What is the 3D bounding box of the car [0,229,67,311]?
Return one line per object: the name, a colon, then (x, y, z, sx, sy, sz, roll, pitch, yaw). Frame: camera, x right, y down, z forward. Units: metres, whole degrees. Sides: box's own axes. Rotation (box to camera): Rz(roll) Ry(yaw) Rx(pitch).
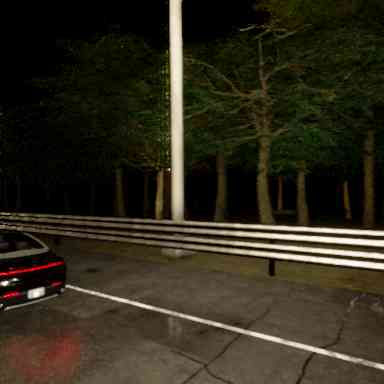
car: (-4.778, 1.595, 7.397, 4.892, 1.490, 1.837, -1, 0, 35)
